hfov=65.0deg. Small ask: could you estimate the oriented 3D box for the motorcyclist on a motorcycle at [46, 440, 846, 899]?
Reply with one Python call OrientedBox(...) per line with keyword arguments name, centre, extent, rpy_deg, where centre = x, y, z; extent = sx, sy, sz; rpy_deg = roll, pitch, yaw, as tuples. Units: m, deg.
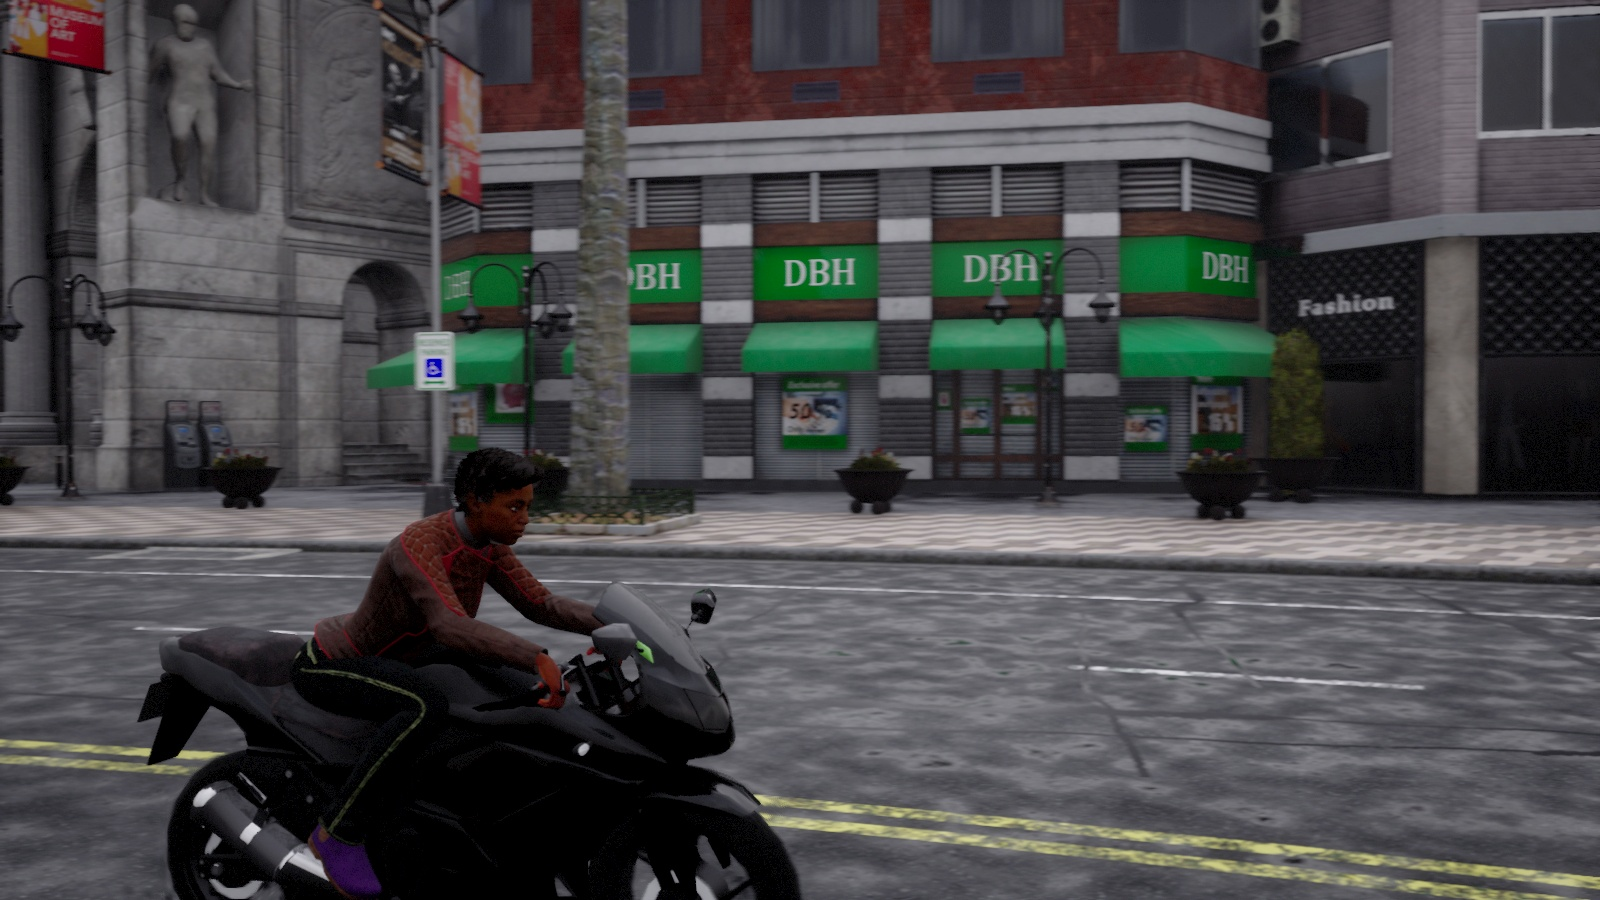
OrientedBox(name="motorcyclist on a motorcycle", centre=(-0.961, 0.744, 3.535), extent=(2.044, 1.523, 0.797), rpy_deg=(0, 1, 16))
